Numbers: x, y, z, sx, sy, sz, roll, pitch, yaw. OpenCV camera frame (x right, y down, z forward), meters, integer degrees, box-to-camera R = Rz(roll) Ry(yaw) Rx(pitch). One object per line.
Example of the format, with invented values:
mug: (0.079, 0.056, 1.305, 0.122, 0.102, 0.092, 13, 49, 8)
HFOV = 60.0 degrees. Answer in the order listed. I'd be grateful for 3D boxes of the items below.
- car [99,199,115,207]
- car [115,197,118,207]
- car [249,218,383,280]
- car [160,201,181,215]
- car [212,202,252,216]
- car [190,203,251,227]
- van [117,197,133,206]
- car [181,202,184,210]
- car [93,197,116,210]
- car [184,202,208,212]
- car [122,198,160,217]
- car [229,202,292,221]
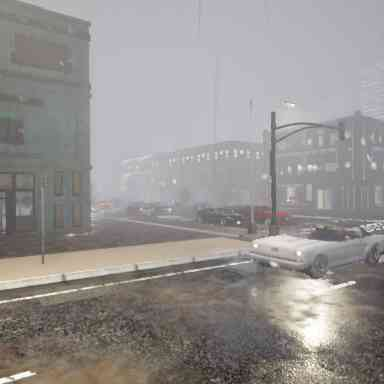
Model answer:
car: (-17.635, 2.227, 68.864, 1.887, 1.381, 4.507, -1, 0, -35)
car: (-14.501, 1.939, 64.305, 2.192, 1.841, 5.009, -1, 0, -35)
car: (3.966, 1.599, 10.100, 4.718, 1.301, 1.895, 0, 0, -36)
car: (-3.807, 1.876, 38.597, 2.128, 1.511, 4.902, -1, 0, -35)
car: (4.341, 1.809, 36.953, 2.008, 1.369, 4.403, -2, 0, -35)
car: (2.071, 1.814, 25.260, 1.947, 1.339, 4.313, -1, 0, -35)
van: (-11.361, 1.906, 59.747, 1.690, 1.788, 3.998, -1, 0, -35)
car: (-1.937, 1.965, 46.071, 1.802, 1.307, 4.206, -1, 0, -35)
car: (-14.684, 2.078, 54.557, 1.882, 1.535, 5.008, -1, 0, -34)
car: (1.202, 1.903, 41.512, 1.802, 1.307, 4.206, -1, 0, -35)
car: (-5.702, 1.846, 36.757, 1.967, 1.590, 4.097, -1, 0, -35)
car: (5.284, 1.678, 25.330, 1.882, 1.535, 5.008, -1, 0, -33)
